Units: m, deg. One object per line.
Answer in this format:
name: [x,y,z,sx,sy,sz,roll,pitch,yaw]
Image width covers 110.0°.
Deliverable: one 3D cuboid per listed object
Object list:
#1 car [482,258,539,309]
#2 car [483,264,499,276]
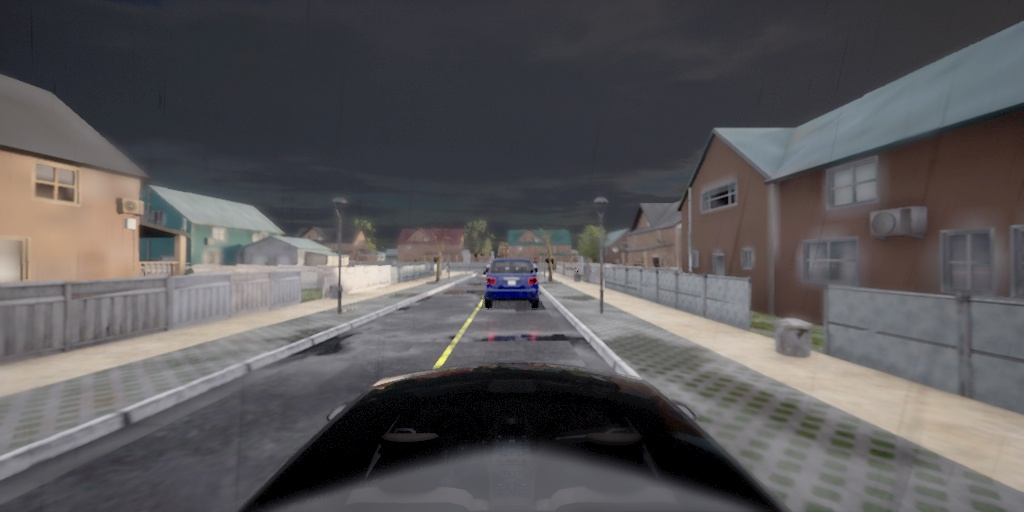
car: [-0.004,1.107,15.862,2.150,2.045,5.566,0,0,0]
car: [-2.768,1.792,47.781,1.812,1.442,4.674,0,-1,0]
